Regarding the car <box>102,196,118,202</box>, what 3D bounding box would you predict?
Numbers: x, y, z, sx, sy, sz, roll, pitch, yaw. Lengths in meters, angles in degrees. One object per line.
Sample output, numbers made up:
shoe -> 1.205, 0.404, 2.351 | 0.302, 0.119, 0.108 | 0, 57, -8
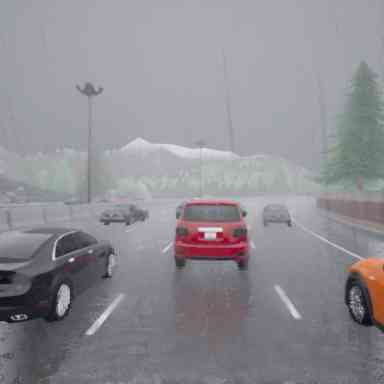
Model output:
car -> -11.592, 1.402, 52.323 | 2.097, 1.767, 4.553 | 0, 0, 20

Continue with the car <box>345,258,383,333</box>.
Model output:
car -> 3.789, 1.373, 4.247 | 2.097, 1.767, 4.553 | 0, 0, 2

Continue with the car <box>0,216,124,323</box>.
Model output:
car -> -3.081, 1.507, 7.246 | 1.837, 1.490, 4.892 | 0, 0, 3

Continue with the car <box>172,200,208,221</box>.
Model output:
car -> -0.052, 1.541, 28.874 | 2.128, 1.511, 4.902 | 0, 0, 12

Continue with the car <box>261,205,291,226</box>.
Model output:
car -> 5.985, 1.609, 23.792 | 2.033, 1.411, 5.357 | 0, 0, 11

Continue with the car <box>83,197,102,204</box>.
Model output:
car -> -14.788, 1.531, 53.810 | 2.128, 1.511, 4.902 | 0, 0, 20

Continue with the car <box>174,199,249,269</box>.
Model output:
car -> 0.720, 1.244, 11.420 | 2.150, 2.045, 5.566 | 0, 0, 5

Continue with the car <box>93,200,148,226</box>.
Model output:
car -> -4.699, 1.572, 23.649 | 2.033, 1.411, 5.357 | 0, 0, 10

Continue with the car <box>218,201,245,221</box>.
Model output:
car -> 3.552, 1.567, 29.000 | 1.837, 1.490, 4.892 | 0, 0, 12

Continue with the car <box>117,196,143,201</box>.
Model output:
car -> -8.742, 1.560, 49.914 | 1.837, 1.490, 4.892 | 0, 0, 20

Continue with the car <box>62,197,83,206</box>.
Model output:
car -> -18.518, 1.574, 53.772 | 2.033, 1.411, 5.357 | 0, 0, 20
